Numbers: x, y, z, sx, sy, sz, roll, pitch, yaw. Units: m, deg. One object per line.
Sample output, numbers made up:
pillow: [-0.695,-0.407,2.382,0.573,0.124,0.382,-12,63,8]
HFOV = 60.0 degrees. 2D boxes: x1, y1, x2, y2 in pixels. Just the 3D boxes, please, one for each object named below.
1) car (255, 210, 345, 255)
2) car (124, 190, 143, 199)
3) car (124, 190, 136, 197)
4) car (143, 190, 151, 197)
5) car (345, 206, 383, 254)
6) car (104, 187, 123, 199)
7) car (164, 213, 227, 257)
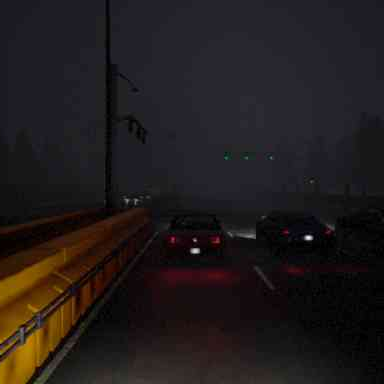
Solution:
car: [3.614,1.354,12.290,1.994,1.385,4.181,0,1,0]
car: [-10.386,0.530,58.747,1.812,1.442,4.674,0,1,1]
car: [-13.801,0.297,74.150,1.994,1.385,4.181,0,1,0]
car: [-10.301,0.265,74.343,1.812,1.442,4.674,0,1,0]
car: [7.115,1.279,12.511,2.128,1.511,4.902,0,1,0]
car: [-13.878,0.216,59.188,2.150,2.045,5.566,0,1,1]
car: [0.113,1.396,11.952,1.895,1.301,4.718,0,1,0]
